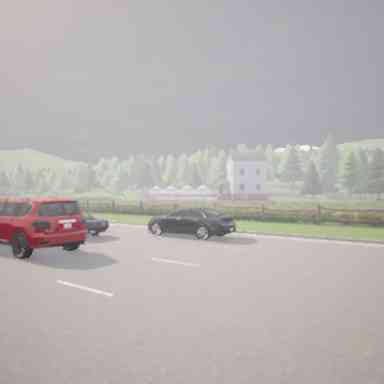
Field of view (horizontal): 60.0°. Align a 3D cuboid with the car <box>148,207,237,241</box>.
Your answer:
[{"bbox_3d":[-0.109,1.525,16.969,4.892,1.490,1.837,0,0,35],"label":"car"}]

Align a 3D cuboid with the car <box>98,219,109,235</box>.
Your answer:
[{"bbox_3d":[-6.563,1.633,17.275,4.718,1.301,1.895,0,0,36],"label":"car"}]

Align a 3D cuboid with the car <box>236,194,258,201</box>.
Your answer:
[{"bbox_3d":[12.297,1.279,74.491,4.605,1.855,1.932,0,0,35],"label":"car"}]

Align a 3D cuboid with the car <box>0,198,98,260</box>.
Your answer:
[{"bbox_3d":[-6.409,1.248,12.864,5.566,2.045,2.150,0,0,36],"label":"car"}]
